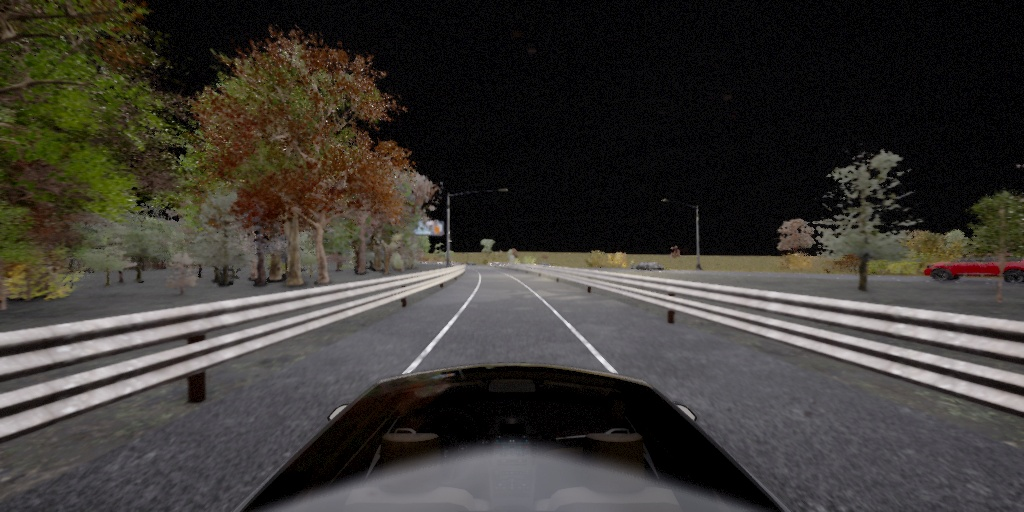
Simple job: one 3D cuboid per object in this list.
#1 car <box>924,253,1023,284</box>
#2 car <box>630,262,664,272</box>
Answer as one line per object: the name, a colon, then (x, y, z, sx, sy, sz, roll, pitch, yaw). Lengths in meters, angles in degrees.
car: (34.031, 0.807, 25.904, 2.150, 2.045, 5.566, 0, -1, -25)
car: (20.639, 1.610, 54.913, 2.033, 1.411, 5.357, 0, -1, -25)
